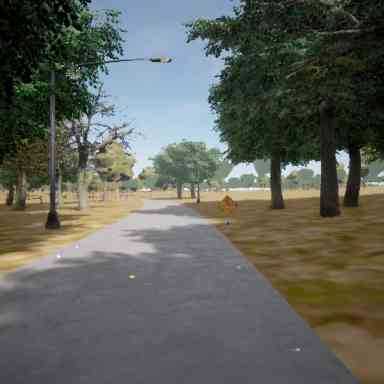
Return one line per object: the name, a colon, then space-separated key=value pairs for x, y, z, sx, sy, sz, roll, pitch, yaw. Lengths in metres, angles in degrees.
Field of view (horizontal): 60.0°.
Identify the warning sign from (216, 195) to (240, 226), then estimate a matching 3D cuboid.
warning sign: x=2.200 y=1.128 z=20.458 sx=1.300 sy=1.860 sz=1.060 roll=-1 pitch=-1 yaw=-2
